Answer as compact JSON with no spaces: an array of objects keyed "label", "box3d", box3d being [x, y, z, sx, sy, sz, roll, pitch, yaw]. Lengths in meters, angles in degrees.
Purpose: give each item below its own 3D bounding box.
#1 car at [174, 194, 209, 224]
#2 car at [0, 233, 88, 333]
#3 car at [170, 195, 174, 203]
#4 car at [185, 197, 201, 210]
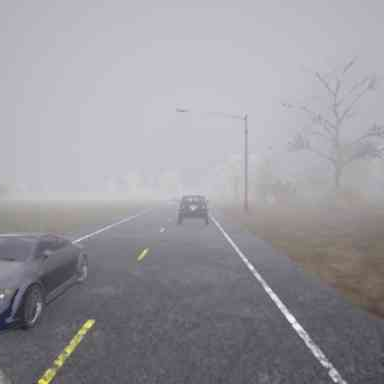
[{"label":"car","box3d":[0.103,1.187,24.695,2.150,2.045,5.566,0,0,0]},{"label":"car","box3d":[-3.600,1.556,6.733,1.994,1.385,4.181,0,0,0]},{"label":"car","box3d":[-3.494,1.398,67.444,2.033,1.411,5.357,0,0,0]},{"label":"car","box3d":[0.106,1.402,43.142,1.882,1.535,5.008,0,0,0]}]
